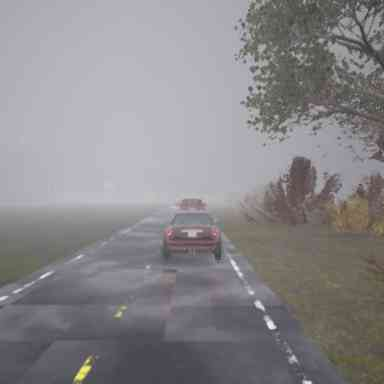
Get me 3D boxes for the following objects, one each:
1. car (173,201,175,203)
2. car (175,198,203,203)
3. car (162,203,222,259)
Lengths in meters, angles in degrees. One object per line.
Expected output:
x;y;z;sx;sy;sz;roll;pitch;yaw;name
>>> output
-2.778;2.203;64.913;1.994;1.385;4.181;0;0;1;car
0.006;1.512;27.590;2.150;2.045;5.566;0;0;0;car
0.019;1.494;13.435;2.097;1.767;4.553;0;-1;0;car
